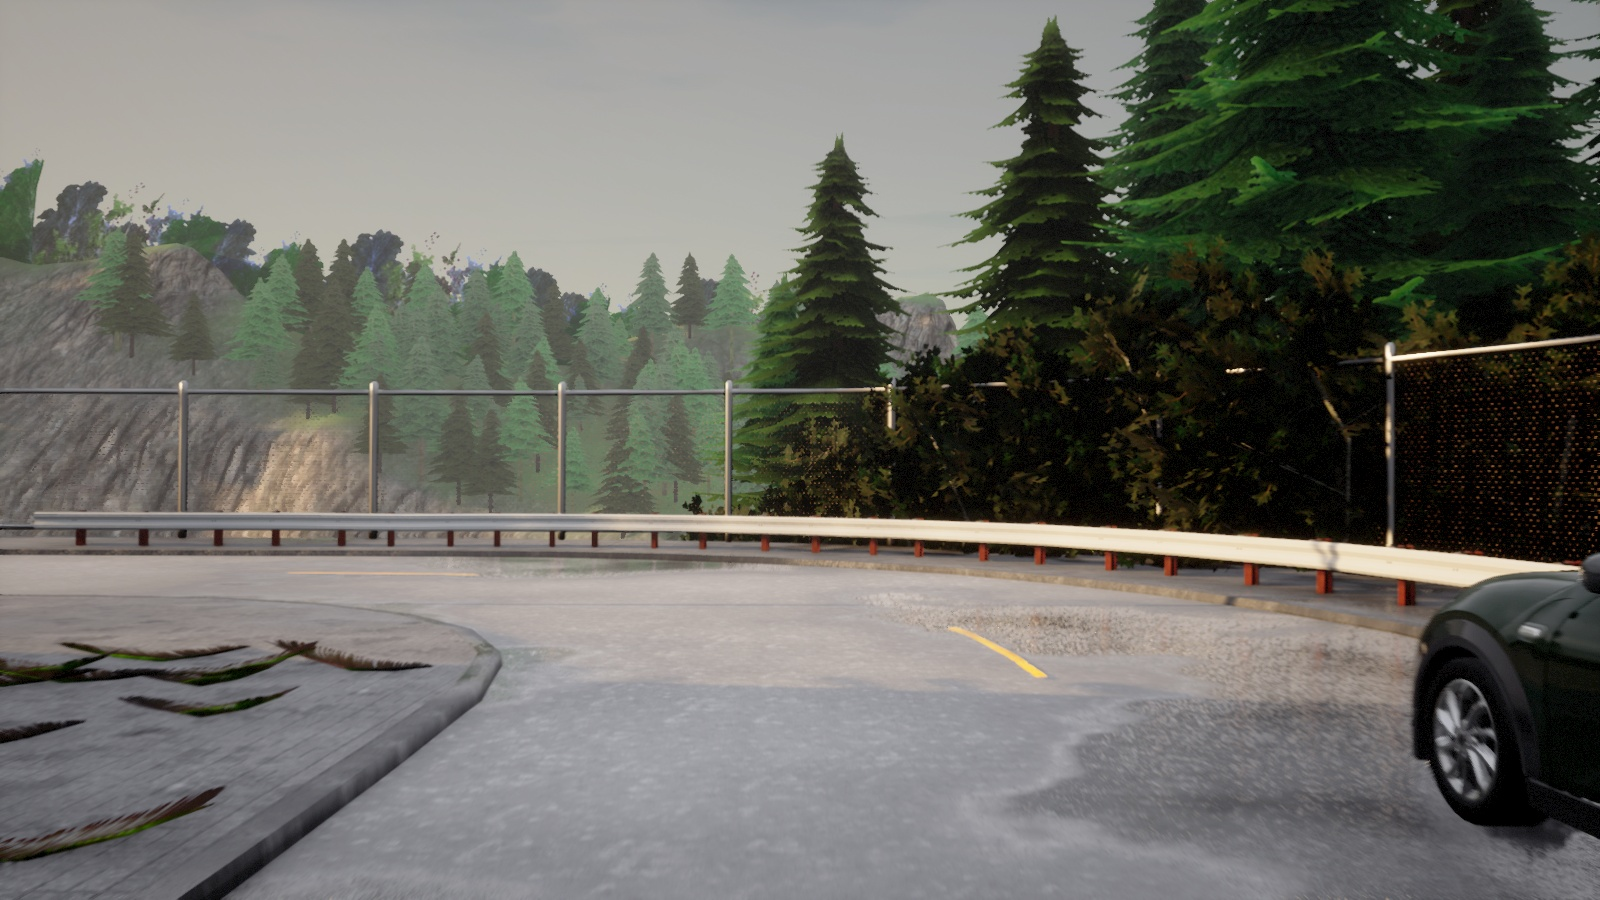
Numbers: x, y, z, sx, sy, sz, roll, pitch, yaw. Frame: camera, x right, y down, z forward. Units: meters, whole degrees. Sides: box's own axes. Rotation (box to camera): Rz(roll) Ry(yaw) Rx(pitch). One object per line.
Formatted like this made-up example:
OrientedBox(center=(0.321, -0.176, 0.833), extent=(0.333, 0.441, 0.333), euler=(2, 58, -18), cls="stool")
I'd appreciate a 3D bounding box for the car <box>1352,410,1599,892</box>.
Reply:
OrientedBox(center=(3.983, 0.730, 4.370), extent=(2.097, 1.767, 4.553), euler=(0, -1, 0), cls="car")
